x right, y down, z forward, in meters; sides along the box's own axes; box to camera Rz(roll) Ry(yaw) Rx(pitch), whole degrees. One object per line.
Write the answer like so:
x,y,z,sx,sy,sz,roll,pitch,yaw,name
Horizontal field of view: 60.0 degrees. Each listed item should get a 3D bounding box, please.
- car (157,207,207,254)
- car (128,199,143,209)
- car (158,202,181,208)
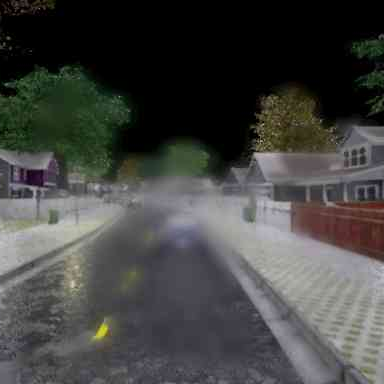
-0.448,1.568,13.639,1.812,1.442,4.674,0,0,-4,car
-8.390,1.698,49.238,1.812,1.442,4.674,0,0,-12,car
-1.882,1.619,28.695,1.812,1.442,4.674,0,0,-7,car
